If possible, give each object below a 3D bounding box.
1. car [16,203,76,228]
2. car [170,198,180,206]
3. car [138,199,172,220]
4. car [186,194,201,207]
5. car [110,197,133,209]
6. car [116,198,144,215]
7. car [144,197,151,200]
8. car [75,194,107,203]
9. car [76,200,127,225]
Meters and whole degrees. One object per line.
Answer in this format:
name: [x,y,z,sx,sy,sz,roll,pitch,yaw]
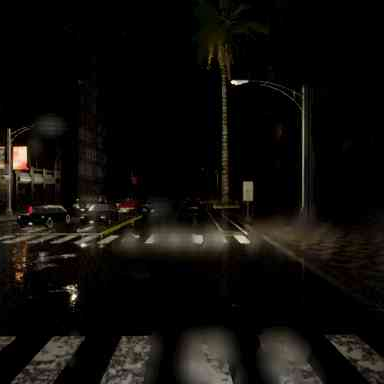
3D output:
car: [-9.766,1.606,22.386,1.895,1.301,4.718,0,0,1]
car: [-3.005,1.605,55.168,1.994,1.385,4.181,0,0,1]
car: [-3.027,1.571,28.353,1.994,1.385,4.181,0,0,0]
car: [0.229,1.259,53.439,2.150,2.045,5.566,0,0,0]
car: [-9.639,1.516,45.788,2.128,1.511,4.902,0,0,0]
car: [-6.446,1.537,34.145,1.812,1.442,4.674,0,0,0]
car: [-6.387,1.529,45.674,1.837,1.490,4.892,0,0,1]
car: [-9.708,1.231,32.165,2.150,2.045,5.566,0,0,0]
car: [-6.495,1.553,24.189,2.033,1.411,5.357,0,0,0]
